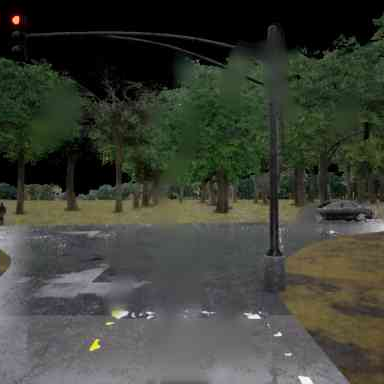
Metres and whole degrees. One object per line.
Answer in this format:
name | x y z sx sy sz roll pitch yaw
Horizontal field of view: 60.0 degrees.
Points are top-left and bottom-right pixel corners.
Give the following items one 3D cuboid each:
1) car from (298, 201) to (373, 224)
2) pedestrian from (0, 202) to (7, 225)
car | 9.834 1.384 22.989 4.892 1.490 1.837 -1 -2 0
pedestrian | -15.235 1.718 26.785 0.375 1.860 0.375 0 -1 0
